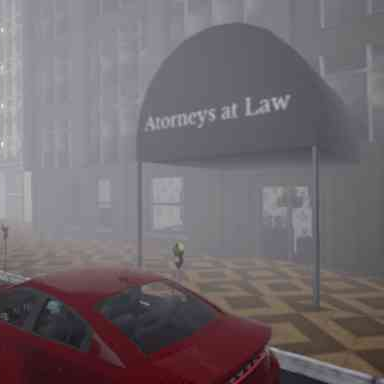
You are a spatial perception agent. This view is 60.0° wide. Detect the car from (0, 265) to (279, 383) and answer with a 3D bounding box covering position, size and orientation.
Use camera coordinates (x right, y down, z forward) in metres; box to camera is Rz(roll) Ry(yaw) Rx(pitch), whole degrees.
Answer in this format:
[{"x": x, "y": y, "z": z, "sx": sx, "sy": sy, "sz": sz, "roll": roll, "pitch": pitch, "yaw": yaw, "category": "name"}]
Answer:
[{"x": -1.303, "y": 1.544, "z": 3.813, "sx": 4.507, "sy": 1.381, "sz": 1.887, "roll": 0, "pitch": 0, "yaw": 35, "category": "car"}]
